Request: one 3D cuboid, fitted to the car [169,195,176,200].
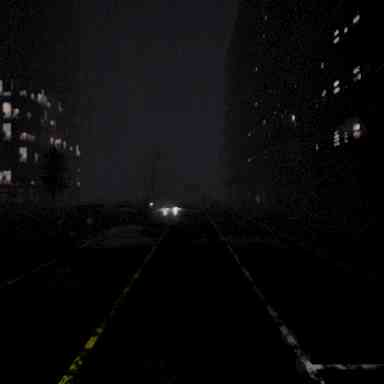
[{"bbox_3d":[-5.664,1.503,95.161,1.752,1.417,4.829,0,0,0],"label":"car"}]

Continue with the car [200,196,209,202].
[{"bbox_3d":[2.710,1.550,73.198,1.802,1.307,4.206,0,0,0],"label":"car"}]

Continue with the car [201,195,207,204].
[{"bbox_3d":[2.703,1.520,45.535,2.008,1.369,4.403,0,0,0],"label":"car"}]

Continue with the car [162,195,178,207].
[{"bbox_3d":[-3.066,1.568,49.042,1.895,1.301,4.718,0,0,0],"label":"car"}]

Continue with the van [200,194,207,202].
[{"bbox_3d":[2.711,1.311,78.730,1.690,1.788,3.998,0,0,0],"label":"van"}]

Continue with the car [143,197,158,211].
[{"bbox_3d":[-5.679,1.521,40.005,2.008,1.369,4.403,0,0,0],"label":"car"}]

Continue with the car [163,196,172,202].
[{"bbox_3d":[-5.669,1.552,78.733,1.802,1.307,4.206,0,0,0],"label":"car"}]

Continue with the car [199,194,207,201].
[{"bbox_3d":[2.713,1.413,84.263,1.967,1.590,4.097,0,0,0],"label":"car"}]

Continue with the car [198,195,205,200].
[{"bbox_3d":[2.716,1.529,95.328,2.008,1.369,4.403,0,0,0],"label":"car"}]

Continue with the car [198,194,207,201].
[{"bbox_3d":[2.707,1.406,62.132,1.967,1.590,4.097,0,0,0],"label":"car"}]

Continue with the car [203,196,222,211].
[{"bbox_3d":[2.701,1.522,40.002,2.008,1.369,4.403,0,0,0],"label":"car"}]

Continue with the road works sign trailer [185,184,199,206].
[{"bbox_3d":[0.015,0.430,55.802,2.380,3.560,2.880,0,0,0],"label":"road works sign trailer"}]

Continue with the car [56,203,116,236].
[{"bbox_3d":[-5.686,1.423,17.873,1.967,1.590,4.097,0,0,0],"label":"car"}]

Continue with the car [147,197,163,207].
[{"bbox_3d":[-5.676,1.517,51.069,2.008,1.369,4.403,0,0,0],"label":"car"}]

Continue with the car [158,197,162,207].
[{"bbox_3d":[-5.678,1.408,45.538,1.967,1.590,4.097,0,0,0],"label":"car"}]

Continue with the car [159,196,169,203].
[{"bbox_3d":[-5.672,1.491,67.497,1.752,1.417,4.829,0,0,0],"label":"car"}]

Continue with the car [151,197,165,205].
[{"bbox_3d":[-5.675,1.510,56.602,1.887,1.381,4.507,0,0,0],"label":"car"}]

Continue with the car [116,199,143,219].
[{"bbox_3d":[-5.682,1.501,28.769,1.752,1.417,4.829,0,0,0],"label":"car"}]
